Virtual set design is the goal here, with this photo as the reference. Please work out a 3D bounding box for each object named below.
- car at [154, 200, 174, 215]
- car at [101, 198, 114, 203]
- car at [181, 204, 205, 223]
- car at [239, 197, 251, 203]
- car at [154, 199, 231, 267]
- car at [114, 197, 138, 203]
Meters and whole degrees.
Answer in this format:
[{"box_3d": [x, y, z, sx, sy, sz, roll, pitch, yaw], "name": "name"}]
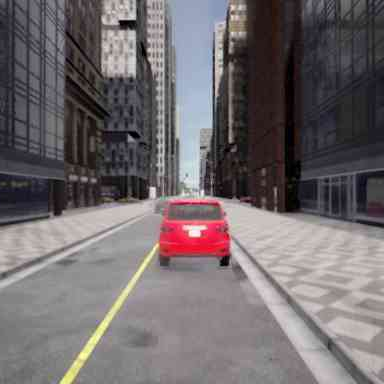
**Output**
[{"box_3d": [-3.089, 1.648, 37.360, 1.837, 1.490, 4.892, 0, 0, 0], "name": "car"}, {"box_3d": [-20.600, 1.875, 77.710, 4.829, 1.417, 1.752, 0, 0, 0], "name": "car"}, {"box_3d": [0.088, 1.708, 27.779, 1.895, 1.301, 4.718, 0, 0, 0], "name": "car"}, {"box_3d": [11.911, 1.643, 68.980, 4.097, 1.590, 1.967, 0, 0, 0], "name": "car"}, {"box_3d": [0.081, 1.264, 11.790, 2.150, 2.045, 5.566, 0, -1, 0], "name": "car"}, {"box_3d": [-14.998, 1.859, 77.675, 4.829, 1.417, 1.752, 0, 0, 0], "name": "car"}]
